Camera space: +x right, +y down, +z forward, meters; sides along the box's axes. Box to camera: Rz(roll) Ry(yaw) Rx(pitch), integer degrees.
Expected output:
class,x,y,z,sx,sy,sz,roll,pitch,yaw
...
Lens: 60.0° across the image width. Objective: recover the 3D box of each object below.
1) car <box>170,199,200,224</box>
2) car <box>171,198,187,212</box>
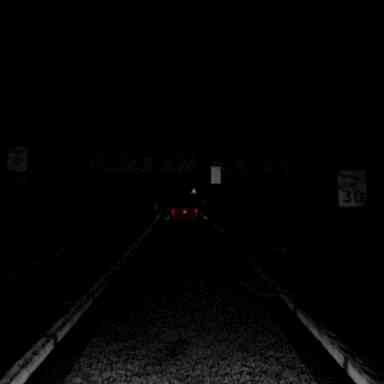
class,x,y,z,sx,sy,sz,roll,pitch,yaw
car,-0.596,1.371,24.847,2.097,1.767,4.553,0,0,-3
car,-1.696,1.611,42.438,1.882,1.535,5.008,0,-1,-4
